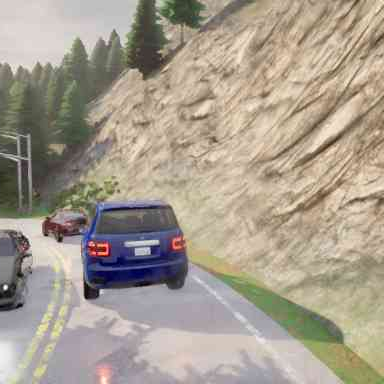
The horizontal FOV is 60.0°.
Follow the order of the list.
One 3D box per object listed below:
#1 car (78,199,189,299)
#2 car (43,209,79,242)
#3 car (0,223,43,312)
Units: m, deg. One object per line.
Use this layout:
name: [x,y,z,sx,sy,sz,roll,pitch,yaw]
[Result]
car: [-1.785,1.221,8.823,2.150,2.045,5.566,-1,0,-19]
car: [-6.266,1.593,16.878,1.812,1.442,4.674,-3,1,-35]
car: [-4.818,1.622,7.810,2.033,1.411,5.357,-1,0,-22]
